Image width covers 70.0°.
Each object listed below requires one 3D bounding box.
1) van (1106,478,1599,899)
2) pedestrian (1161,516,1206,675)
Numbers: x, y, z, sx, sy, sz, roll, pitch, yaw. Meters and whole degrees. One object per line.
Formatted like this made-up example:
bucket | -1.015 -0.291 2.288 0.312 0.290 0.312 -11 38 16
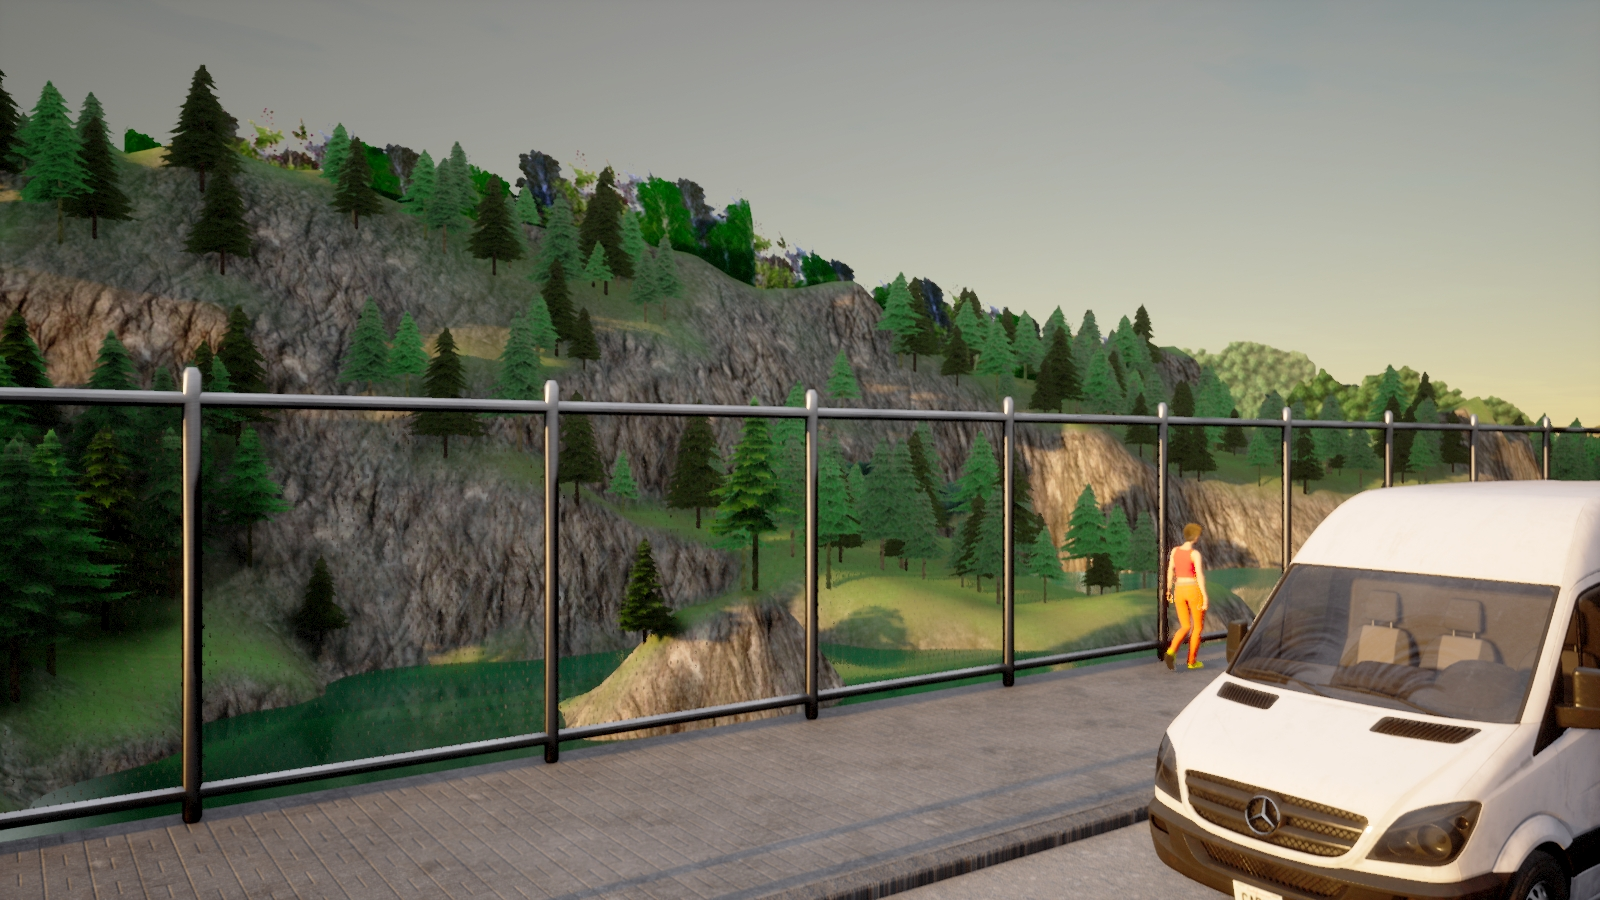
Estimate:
van | 4.843 1.531 7.777 5.915 2.561 1.988 0 0 -35
pedestrian | 4.640 1.739 13.824 0.375 1.860 0.375 0 0 -36
